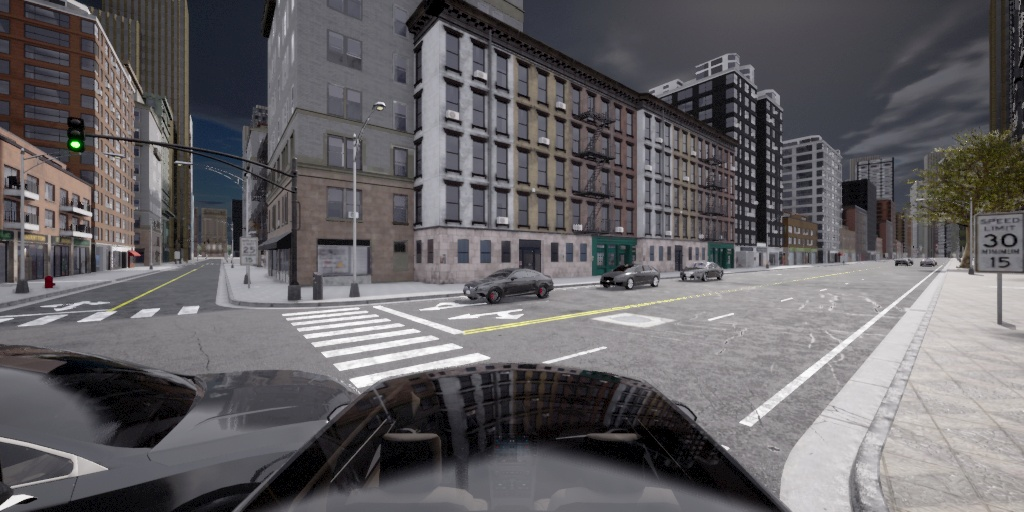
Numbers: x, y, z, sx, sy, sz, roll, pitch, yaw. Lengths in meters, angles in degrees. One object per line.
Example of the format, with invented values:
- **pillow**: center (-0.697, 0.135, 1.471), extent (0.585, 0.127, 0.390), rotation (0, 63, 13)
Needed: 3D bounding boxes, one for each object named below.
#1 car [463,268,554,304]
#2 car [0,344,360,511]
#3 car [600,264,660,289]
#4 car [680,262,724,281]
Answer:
- **car**: center (-0.056, 1.286, 16.740), extent (4.674, 1.442, 1.812), rotation (0, 0, -39)
- **car**: center (-3.224, 1.257, 1.765), extent (4.892, 1.490, 1.837), rotation (0, 0, -35)
- **car**: center (7.629, 1.258, 22.972), extent (4.892, 1.490, 1.837), rotation (0, 0, -39)
- **car**: center (15.633, 1.235, 29.451), extent (4.902, 1.511, 2.128), rotation (0, 0, -39)
